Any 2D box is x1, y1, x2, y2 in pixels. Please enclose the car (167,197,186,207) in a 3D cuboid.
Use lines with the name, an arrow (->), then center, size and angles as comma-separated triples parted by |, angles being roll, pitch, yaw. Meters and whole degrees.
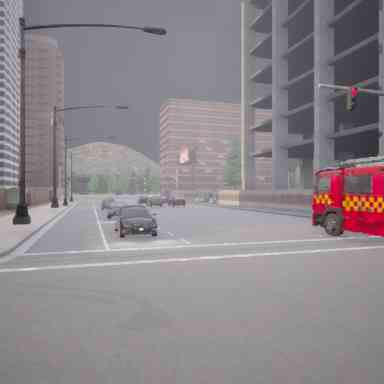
car -> -2.428, 1.478, 51.756 | 1.882, 1.535, 5.008 | 0, 0, -17

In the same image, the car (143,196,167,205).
car -> -5.737, 1.491, 50.784 | 2.128, 1.511, 4.902 | 0, 0, -17

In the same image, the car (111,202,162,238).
car -> -3.116, 1.505, 17.972 | 1.837, 1.490, 4.892 | 0, 0, -17

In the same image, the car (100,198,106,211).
car -> -10.397, 1.488, 41.653 | 2.128, 1.511, 4.902 | 0, 0, -17

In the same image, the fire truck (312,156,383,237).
fire truck -> 9.111, 0.342, 14.640 | 2.891, 3.827, 8.468 | 0, 0, -18

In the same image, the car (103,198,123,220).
car -> -6.320, 1.526, 28.382 | 1.812, 1.442, 4.674 | 0, 0, -17

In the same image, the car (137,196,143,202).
car -> -8.750, 1.505, 60.403 | 1.837, 1.490, 4.892 | 0, 0, -17

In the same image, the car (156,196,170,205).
car -> -5.405, 1.526, 61.431 | 1.812, 1.442, 4.674 | 0, 0, -17
